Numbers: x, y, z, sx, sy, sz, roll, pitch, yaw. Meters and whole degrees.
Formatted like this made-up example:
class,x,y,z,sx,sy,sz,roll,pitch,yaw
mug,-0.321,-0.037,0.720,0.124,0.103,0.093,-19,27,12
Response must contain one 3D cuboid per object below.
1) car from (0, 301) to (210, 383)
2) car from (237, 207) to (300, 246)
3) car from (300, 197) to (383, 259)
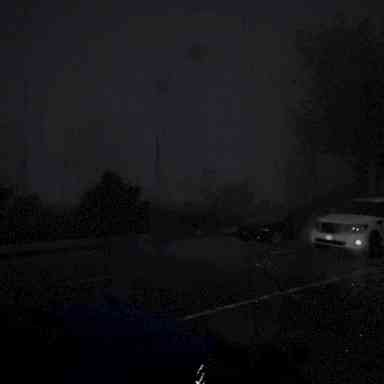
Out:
class,x,y,z,sx,sy,sz,roll,pitch,yaw
car,-2.117,1.476,2.201,5.008,1.535,1.882,0,0,-36
car,4.296,1.476,15.400,5.008,1.535,1.882,0,0,-34
car,7.018,1.222,13.025,5.566,2.045,2.150,0,0,-34
